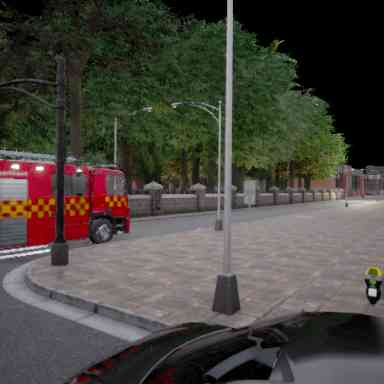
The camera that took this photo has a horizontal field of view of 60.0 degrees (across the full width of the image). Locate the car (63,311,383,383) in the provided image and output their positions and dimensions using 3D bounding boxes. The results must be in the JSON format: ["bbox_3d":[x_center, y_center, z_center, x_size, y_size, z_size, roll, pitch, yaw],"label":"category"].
[{"bbox_3d":[0.897,1.566,2.157,4.313,1.339,1.947,0,1,35],"label":"car"}]

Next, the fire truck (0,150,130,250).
[{"bbox_3d":[-6.407,0.373,13.051,2.891,3.827,8.468,1,0,36],"label":"fire truck"}]
